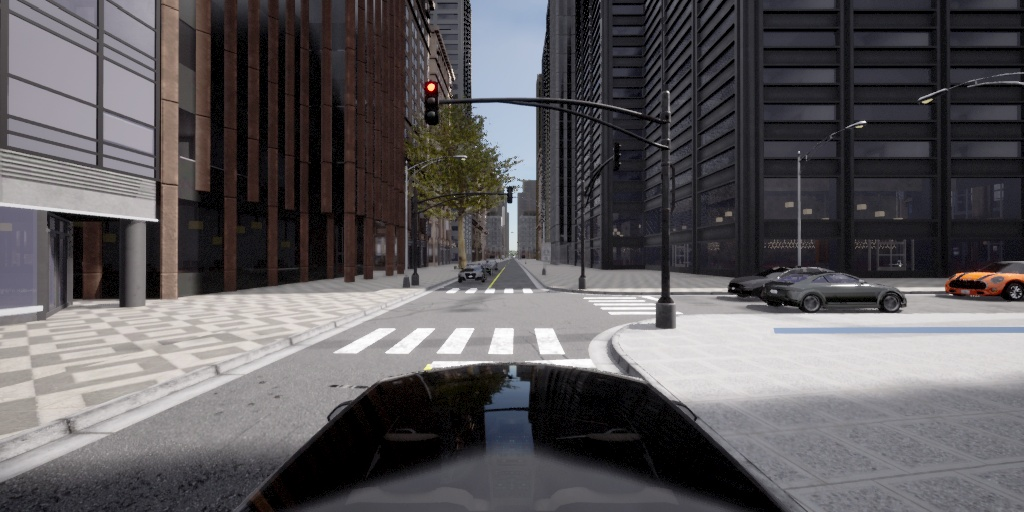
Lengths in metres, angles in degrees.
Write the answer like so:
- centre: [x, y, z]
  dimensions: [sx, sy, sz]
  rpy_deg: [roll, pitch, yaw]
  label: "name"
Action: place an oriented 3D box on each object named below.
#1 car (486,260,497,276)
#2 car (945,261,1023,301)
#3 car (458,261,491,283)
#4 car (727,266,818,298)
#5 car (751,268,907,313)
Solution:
- centre: [-2.990, 1.362, 38.231]
  dimensions: [1.895, 1.301, 4.718]
  rpy_deg: [0, 0, 0]
  label: "car"
- centre: [22.698, 1.016, 16.171]
  dimensions: [4.553, 1.767, 2.097]
  rpy_deg: [0, 0, 0]
  label: "car"
- centre: [-3.021, 1.318, 28.177]
  dimensions: [1.994, 1.385, 4.181]
  rpy_deg: [0, 0, 0]
  label: "car"
- centre: [12.415, 1.207, 16.177]
  dimensions: [4.892, 1.490, 1.837]
  rpy_deg: [0, 0, 0]
  label: "car"
- centre: [11.558, 1.257, 13.077]
  dimensions: [4.181, 1.385, 1.994]
  rpy_deg: [0, 0, 0]
  label: "car"
